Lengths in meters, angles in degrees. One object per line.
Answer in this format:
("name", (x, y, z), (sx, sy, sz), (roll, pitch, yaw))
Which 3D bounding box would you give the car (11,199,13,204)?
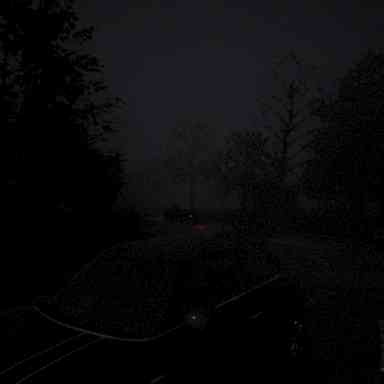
("car", (-21.015, 1.471, 37.946), (2.435, 2.045, 5.566), (0, -1, -29))

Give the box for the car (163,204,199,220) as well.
("car", (-1.024, 1.810, 28.848), (1.882, 1.535, 5.008), (1, -1, -23))

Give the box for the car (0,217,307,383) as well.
("car", (-0.429, 1.370, 3.722), (2.097, 1.767, 4.553), (0, -1, 39))
